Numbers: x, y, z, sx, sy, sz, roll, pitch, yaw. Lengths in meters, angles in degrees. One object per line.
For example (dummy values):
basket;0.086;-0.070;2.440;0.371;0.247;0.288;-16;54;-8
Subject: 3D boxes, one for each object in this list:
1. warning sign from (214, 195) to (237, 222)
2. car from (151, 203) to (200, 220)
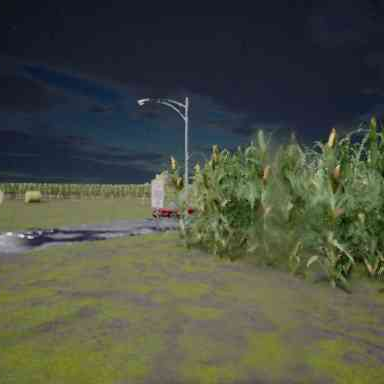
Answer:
warning sign;2.502;1.189;24.549;1.300;1.860;1.060;1;1;34
car;-1.364;1.614;28.299;1.895;1.301;4.718;1;0;34
